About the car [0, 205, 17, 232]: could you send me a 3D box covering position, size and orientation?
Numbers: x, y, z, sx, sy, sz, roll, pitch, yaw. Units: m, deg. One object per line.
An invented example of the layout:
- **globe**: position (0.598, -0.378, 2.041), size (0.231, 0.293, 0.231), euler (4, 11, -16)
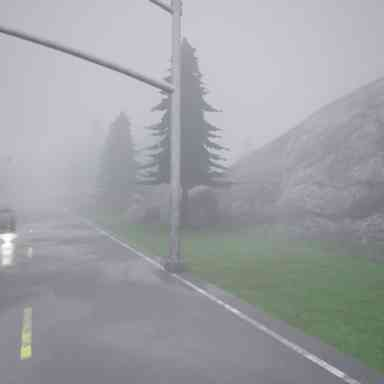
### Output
- **car**: position (-10.969, 1.455, 18.681), size (1.994, 1.385, 4.181), euler (0, 0, -26)
